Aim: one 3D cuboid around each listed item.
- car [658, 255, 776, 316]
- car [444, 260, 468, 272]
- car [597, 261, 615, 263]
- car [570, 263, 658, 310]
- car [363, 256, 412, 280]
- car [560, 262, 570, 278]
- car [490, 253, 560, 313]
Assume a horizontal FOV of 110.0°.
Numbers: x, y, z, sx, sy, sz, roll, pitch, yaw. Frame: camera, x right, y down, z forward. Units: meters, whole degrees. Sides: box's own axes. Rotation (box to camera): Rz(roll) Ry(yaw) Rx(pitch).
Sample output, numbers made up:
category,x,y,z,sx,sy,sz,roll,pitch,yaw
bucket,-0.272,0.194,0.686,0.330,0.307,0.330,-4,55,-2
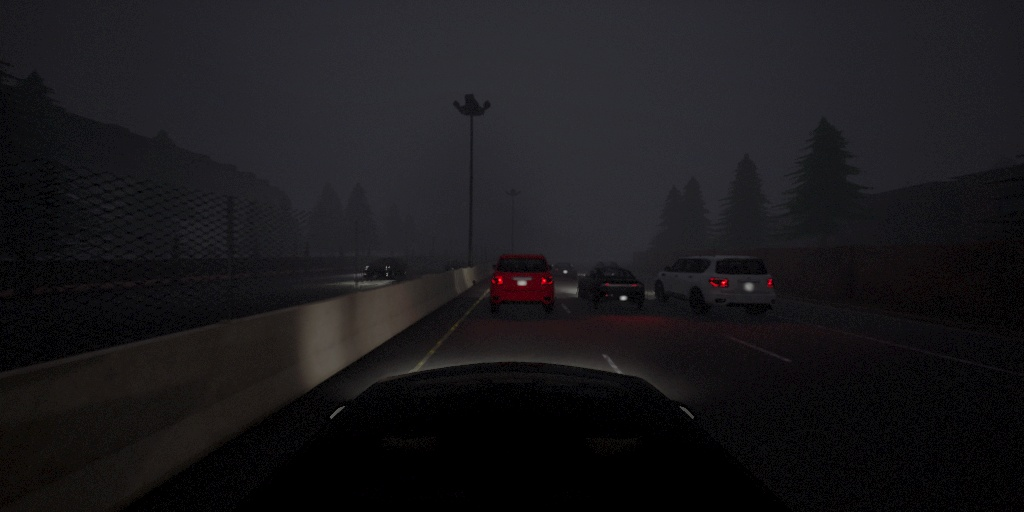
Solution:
category,x,y,z,sx,sy,sz,roll,pitch,yaw
car,7.385,0.995,13.741,2.150,2.045,5.566,1,0,2
car,-5.944,1.098,38.488,1.994,1.385,4.181,1,0,4
car,7.804,1.199,29.958,2.128,1.511,4.902,1,0,2
car,3.907,1.225,14.743,2.128,1.511,4.902,1,0,2
car,-9.903,0.890,28.358,2.097,1.767,4.553,1,0,2
car,4.323,1.234,30.699,1.994,1.385,4.181,1,0,2
car,0.387,0.924,13.870,2.150,2.045,5.566,1,0,2
